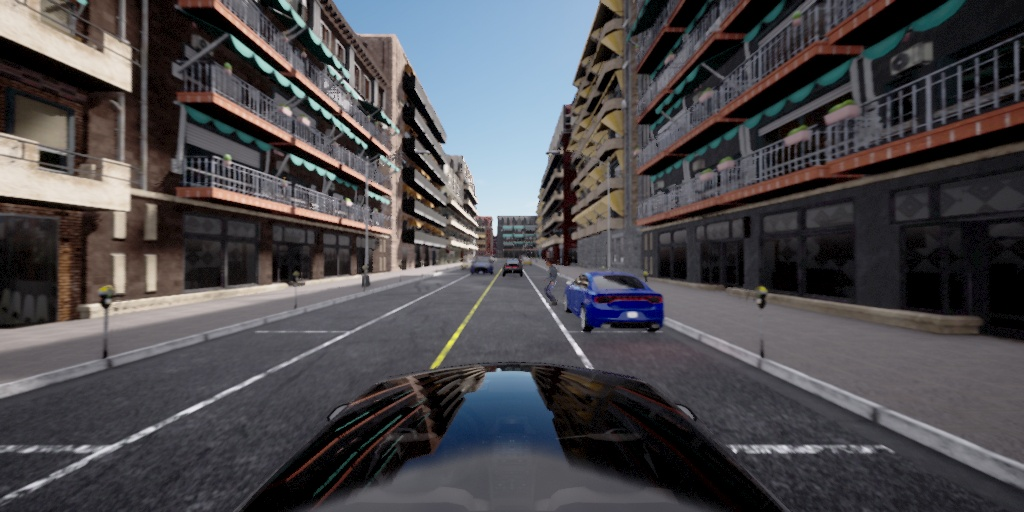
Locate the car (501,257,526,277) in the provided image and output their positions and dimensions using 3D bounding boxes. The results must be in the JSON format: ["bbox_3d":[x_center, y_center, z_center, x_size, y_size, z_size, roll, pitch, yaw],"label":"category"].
[{"bbox_3d":[0.077,1.073,33.263,1.837,1.490,4.892,0,1,1],"label":"car"}]

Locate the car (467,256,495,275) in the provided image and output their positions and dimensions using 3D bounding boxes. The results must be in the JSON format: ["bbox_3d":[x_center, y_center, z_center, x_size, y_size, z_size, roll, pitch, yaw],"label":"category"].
[{"bbox_3d":[-2.838,0.907,35.122,2.097,1.767,4.553,0,0,0],"label":"car"}]

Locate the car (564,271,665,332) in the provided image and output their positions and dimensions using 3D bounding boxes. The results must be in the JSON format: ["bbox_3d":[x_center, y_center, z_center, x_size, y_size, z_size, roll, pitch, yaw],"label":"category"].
[{"bbox_3d":[2.751,1.175,10.672,1.882,1.535,5.008,0,0,0],"label":"car"}]

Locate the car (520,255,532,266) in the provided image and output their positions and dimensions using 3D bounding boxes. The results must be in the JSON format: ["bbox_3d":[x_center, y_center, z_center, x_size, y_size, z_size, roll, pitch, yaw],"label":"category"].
[{"bbox_3d":[2.575,0.939,62.206,1.751,1.417,4.829,0,0,0],"label":"car"}]

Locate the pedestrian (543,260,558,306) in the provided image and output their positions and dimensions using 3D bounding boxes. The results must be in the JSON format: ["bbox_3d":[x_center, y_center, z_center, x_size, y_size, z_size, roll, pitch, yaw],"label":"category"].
[{"bbox_3d":[1.483,0.973,13.688,0.375,1.860,0.375,1,-1,0],"label":"pedestrian"}]

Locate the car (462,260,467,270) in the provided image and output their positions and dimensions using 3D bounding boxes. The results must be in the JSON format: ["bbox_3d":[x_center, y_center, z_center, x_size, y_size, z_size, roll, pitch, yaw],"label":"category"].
[{"bbox_3d":[-5.308,1.026,45.145,1.751,1.417,4.829,0,0,0],"label":"car"}]
